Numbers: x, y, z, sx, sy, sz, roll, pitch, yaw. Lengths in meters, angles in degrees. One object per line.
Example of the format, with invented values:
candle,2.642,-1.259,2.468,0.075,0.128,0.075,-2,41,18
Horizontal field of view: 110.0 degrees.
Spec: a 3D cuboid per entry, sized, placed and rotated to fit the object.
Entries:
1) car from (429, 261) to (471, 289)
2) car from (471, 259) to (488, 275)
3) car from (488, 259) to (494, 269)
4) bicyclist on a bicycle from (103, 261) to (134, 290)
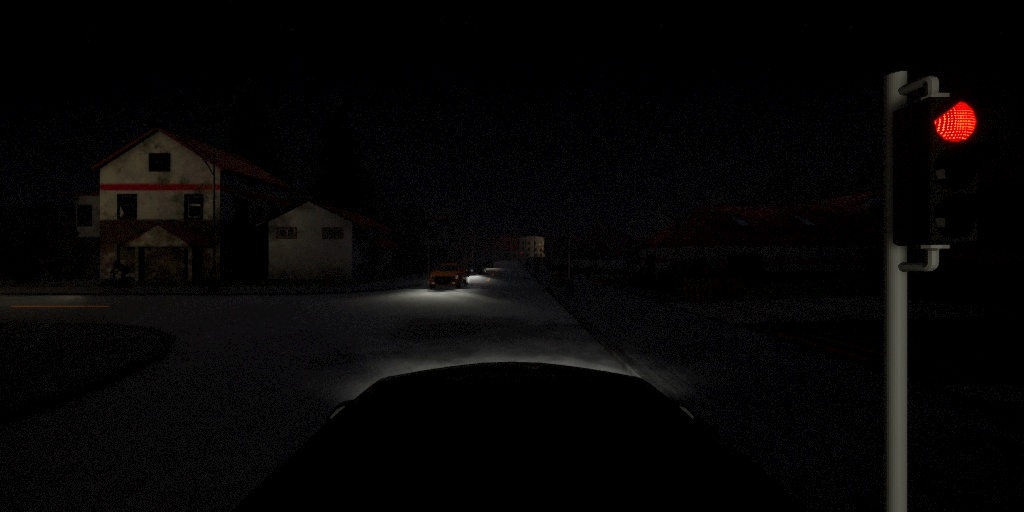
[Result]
car,-4.096,1.227,23.671,1.882,1.535,5.008,0,0,0
car,-4.091,1.242,38.992,2.128,1.511,4.902,0,0,0
car,-4.054,1.227,58.409,1.882,1.535,5.008,0,0,0
bicyclist on a bicycle,-22.538,1.099,20.572,0.582,1.620,1.656,0,0,0
